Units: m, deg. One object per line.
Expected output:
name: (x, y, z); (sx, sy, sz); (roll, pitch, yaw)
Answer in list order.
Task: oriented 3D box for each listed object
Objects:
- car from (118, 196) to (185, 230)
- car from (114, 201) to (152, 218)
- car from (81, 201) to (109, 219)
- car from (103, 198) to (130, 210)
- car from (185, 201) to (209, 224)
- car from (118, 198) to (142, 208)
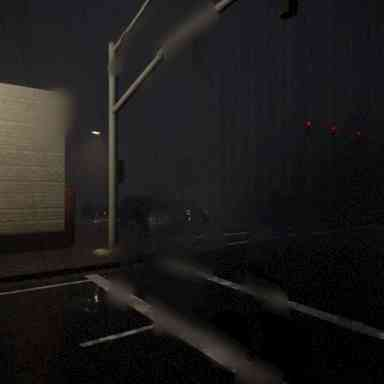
car: (-3.097, 1.283, 22.341); (2.150, 2.045, 5.566); (0, 0, -36)
car: (-5.752, 1.627, 32.082); (1.994, 1.385, 4.181); (0, 0, -35)
car: (-8.565, 1.625, 30.005); (1.994, 1.385, 4.181); (0, 0, -35)
car: (-10.132, 1.591, 44.492); (1.812, 1.442, 4.674); (0, 0, -36)
car: (-0.731, 1.415, 25.055); (2.097, 1.767, 4.553); (0, 0, -36)
car: (-9.229, 1.630, 49.276); (1.994, 1.385, 4.181); (0, 0, -36)
